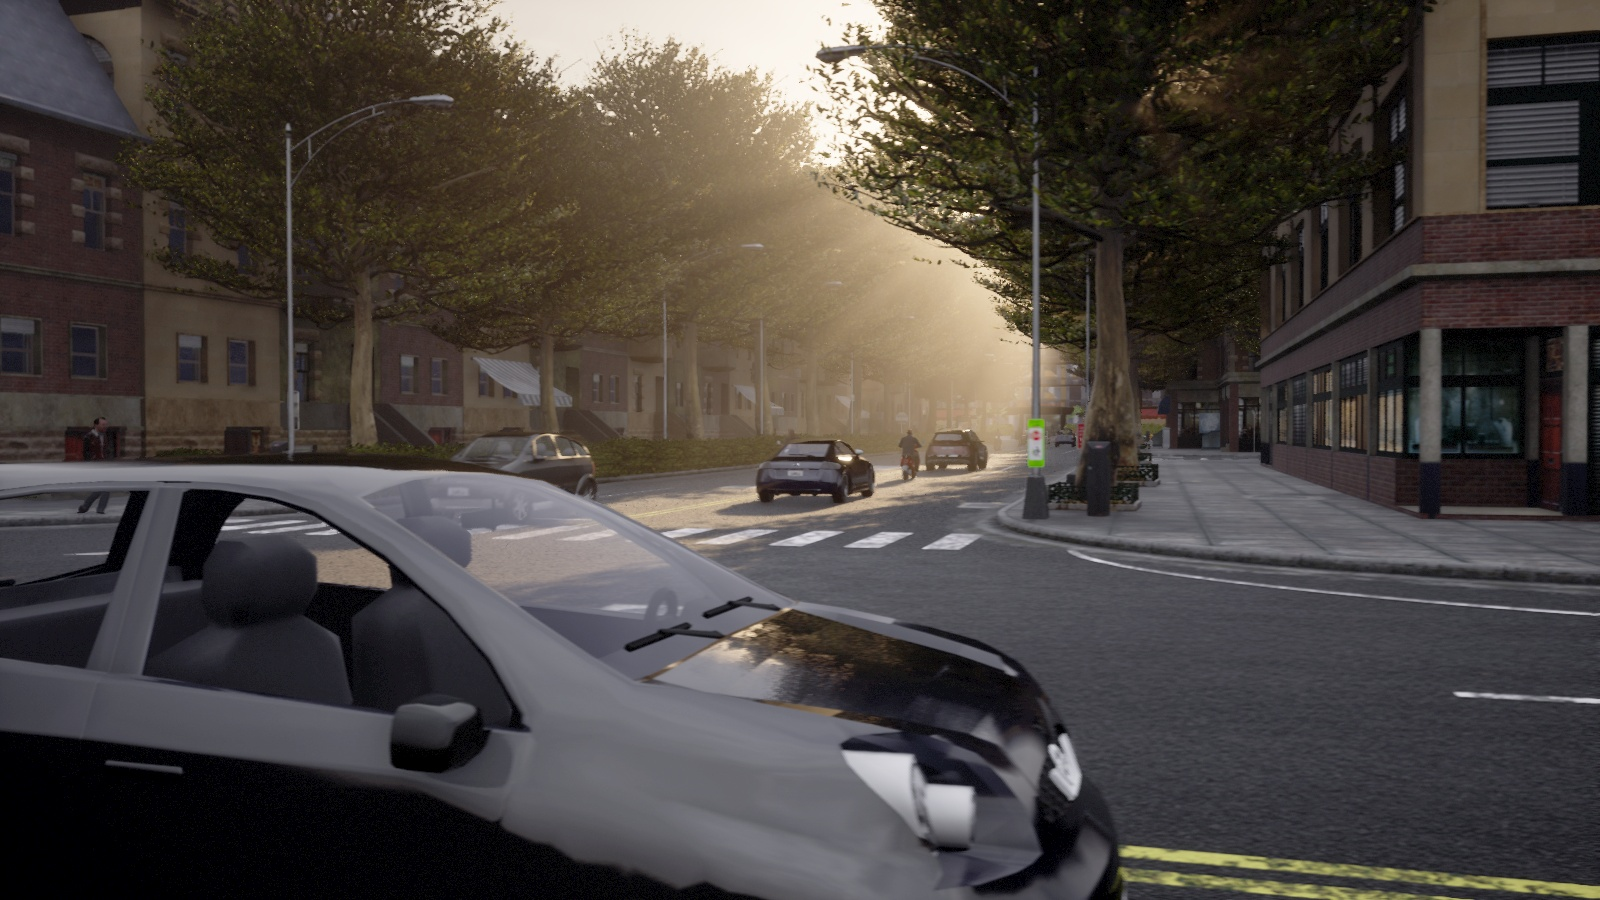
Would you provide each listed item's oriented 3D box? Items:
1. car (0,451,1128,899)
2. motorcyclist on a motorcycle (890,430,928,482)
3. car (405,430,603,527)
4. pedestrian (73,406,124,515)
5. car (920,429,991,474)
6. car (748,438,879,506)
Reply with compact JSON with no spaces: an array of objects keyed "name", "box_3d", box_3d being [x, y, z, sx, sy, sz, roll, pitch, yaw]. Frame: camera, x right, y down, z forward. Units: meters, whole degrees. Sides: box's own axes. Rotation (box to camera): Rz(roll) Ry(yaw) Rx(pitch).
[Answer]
[{"name":"car","box_3d":[-1.028,0.782,3.338,3.633,1.501,1.845,1,1,16]},{"name":"motorcyclist on a motorcycle","box_3d":[3.436,0.166,39.422,0.866,1.590,1.817,1,1,16]},{"name":"car","box_3d":[-5.099,0.428,22.158,1.789,1.549,3.705,1,1,17]},{"name":"pedestrian","box_3d":[-12.111,0.171,21.686,0.720,1.854,0.376,1,1,19]},{"name":"car","box_3d":[6.118,0.002,48.996,2.033,1.649,4.856,1,1,16]},{"name":"car","box_3d":[0.398,0.435,28.612,1.994,1.385,4.181,1,1,15]}]
